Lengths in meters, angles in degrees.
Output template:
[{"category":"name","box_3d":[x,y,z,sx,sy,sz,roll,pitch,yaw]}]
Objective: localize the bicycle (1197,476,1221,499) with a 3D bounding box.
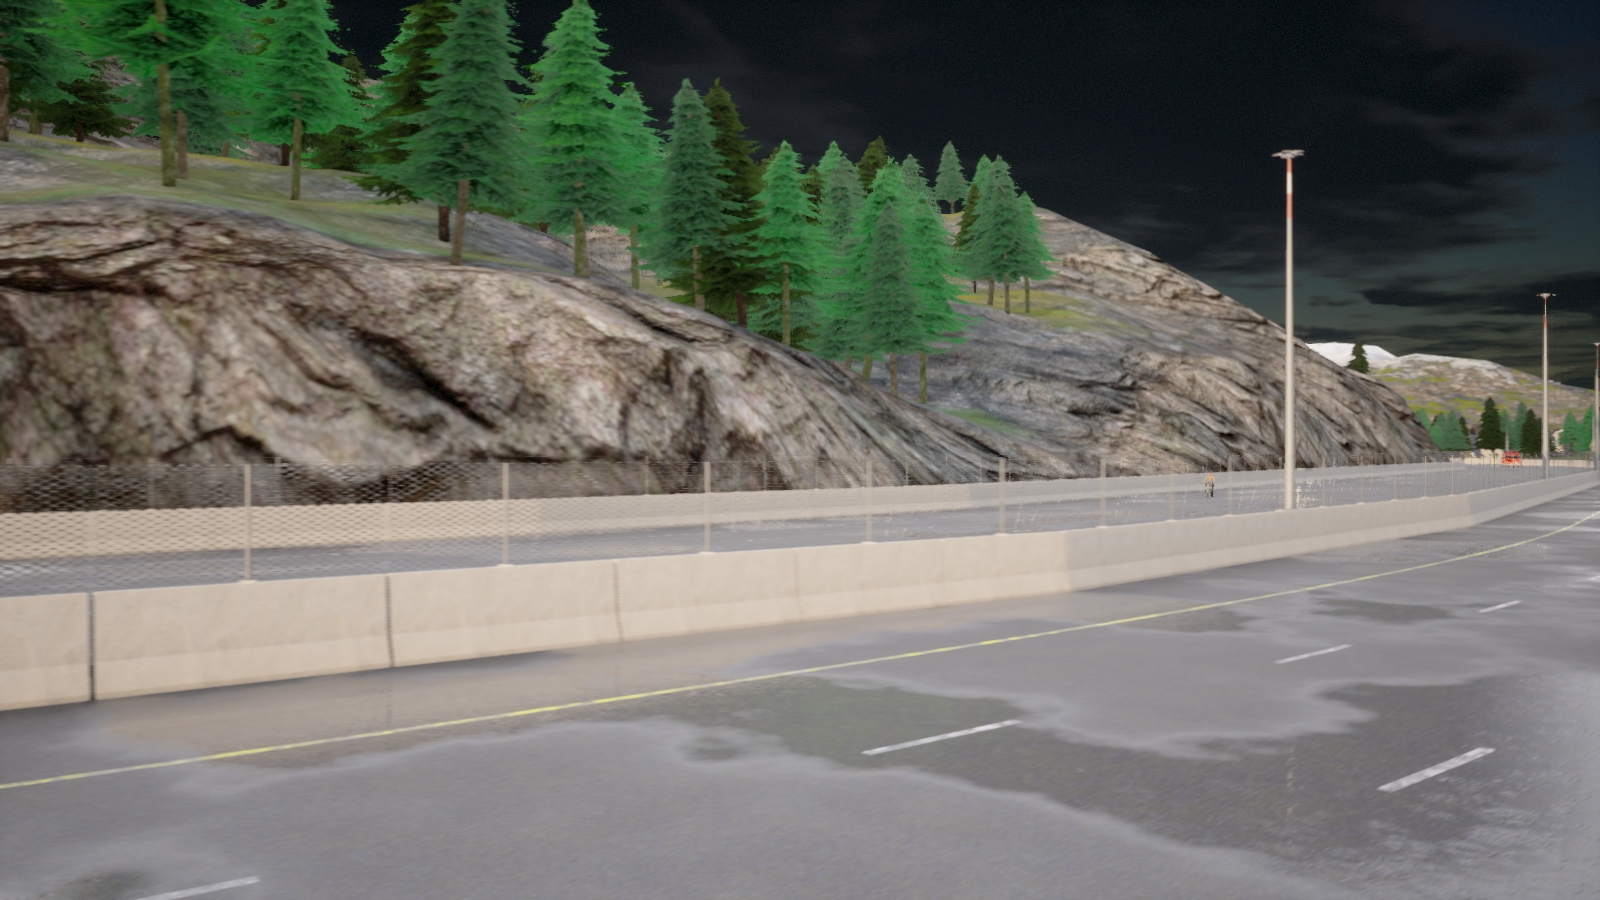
[{"category":"bicycle","box_3d":[24.173,2.216,67.517,0.859,1.295,1.487,0,0,39]}]
